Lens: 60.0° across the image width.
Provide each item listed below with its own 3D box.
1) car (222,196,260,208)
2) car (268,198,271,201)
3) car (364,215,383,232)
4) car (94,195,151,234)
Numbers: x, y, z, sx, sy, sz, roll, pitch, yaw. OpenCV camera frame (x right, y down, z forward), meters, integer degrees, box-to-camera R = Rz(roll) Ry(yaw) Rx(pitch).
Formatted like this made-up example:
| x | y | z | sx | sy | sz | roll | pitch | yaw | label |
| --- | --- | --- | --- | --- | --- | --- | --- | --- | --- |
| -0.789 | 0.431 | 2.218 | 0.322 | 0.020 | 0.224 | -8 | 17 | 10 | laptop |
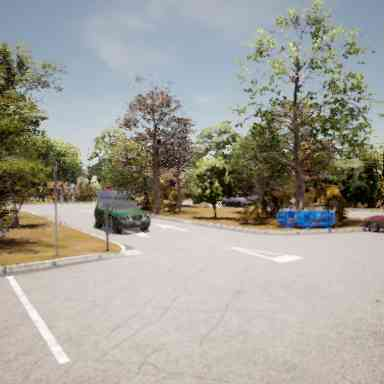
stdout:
| x | y | z | sx | sy | sz | roll | pitch | yaw | label |
| --- | --- | --- | --- | --- | --- | --- | --- | --- | --- |
| 6.461 | 1.439 | 46.551 | 2.033 | 1.411 | 5.357 | -2 | 2 | -35 | car |
| 9.204 | 1.279 | 48.037 | 2.128 | 1.511 | 4.902 | -2 | 2 | -36 | car |
| 12.014 | 1.611 | 18.349 | 2.002 | 1.452 | 4.674 | 1 | 0 | -35 | car |
| -4.850 | 1.528 | 22.478 | 2.150 | 2.045 | 5.566 | -2 | 2 | -35 | car |
